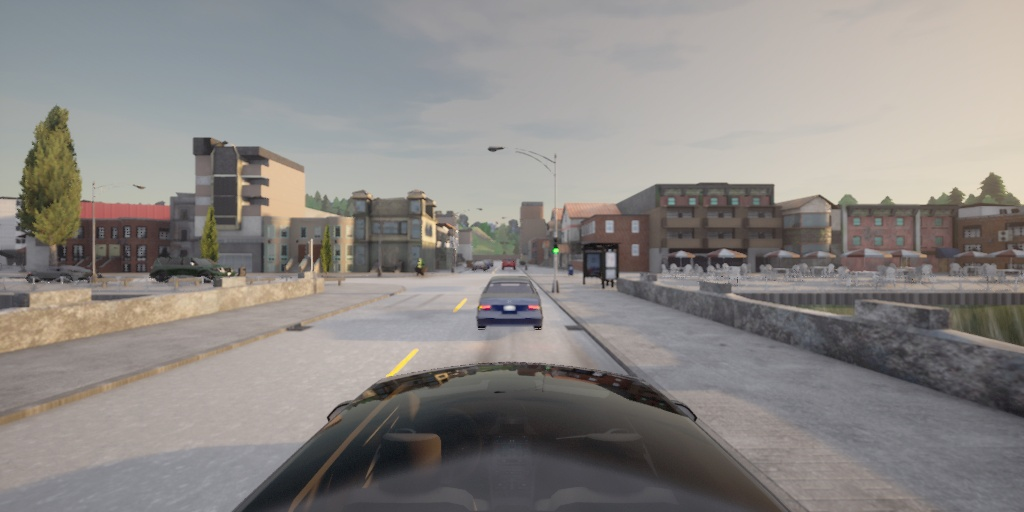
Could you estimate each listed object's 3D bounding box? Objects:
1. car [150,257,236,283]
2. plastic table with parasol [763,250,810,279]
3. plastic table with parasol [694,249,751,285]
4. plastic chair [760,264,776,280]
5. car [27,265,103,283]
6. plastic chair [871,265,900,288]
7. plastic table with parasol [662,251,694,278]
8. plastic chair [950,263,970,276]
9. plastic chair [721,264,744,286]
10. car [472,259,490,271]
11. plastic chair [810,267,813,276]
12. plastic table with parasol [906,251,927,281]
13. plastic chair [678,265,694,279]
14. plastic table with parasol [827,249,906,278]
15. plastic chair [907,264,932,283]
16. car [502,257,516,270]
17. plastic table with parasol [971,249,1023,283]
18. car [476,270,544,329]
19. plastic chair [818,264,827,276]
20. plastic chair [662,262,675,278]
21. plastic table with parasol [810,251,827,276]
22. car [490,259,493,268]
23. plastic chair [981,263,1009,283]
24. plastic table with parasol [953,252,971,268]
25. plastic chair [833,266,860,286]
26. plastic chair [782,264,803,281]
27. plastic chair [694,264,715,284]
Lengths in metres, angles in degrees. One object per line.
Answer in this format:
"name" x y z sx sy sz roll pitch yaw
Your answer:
"car" -25.108 1.079 28.309 5.566 2.045 2.150 0 0 0
"plastic table with parasol" 22.582 0.770 30.099 2.482 2.480 2.482 0 0 -1
"plastic table with parasol" 14.901 0.755 25.231 2.482 2.480 2.482 0 0 -1
"plastic chair" 21.382 1.374 30.137 0.730 1.272 0.750 0 0 -1
"car" -35.076 1.425 28.212 4.181 1.385 1.994 0 0 0
"plastic chair" 23.459 1.346 22.558 0.750 1.272 0.730 0 0 -1
"plastic table with parasol" 15.572 0.783 33.058 2.482 2.480 2.482 0 0 -1
"plastic chair" 45.121 1.386 36.180 0.730 1.272 0.750 0 0 -1
"plastic chair" 14.744 1.354 23.969 0.750 1.272 0.730 0 0 -1
"car" -4.644 1.462 52.238 1.812 1.442 4.674 0 0 1
"plastic chair" 28.433 1.389 34.909 0.730 1.272 0.750 0 0 -1
"plastic table with parasol" 30.216 0.758 27.807 2.482 2.480 2.482 0 0 -1
"plastic chair" 15.465 1.383 31.777 0.750 1.272 0.730 0 0 -1
"plastic table with parasol" 23.545 0.747 23.909 2.482 2.480 2.482 0 0 -1
"plastic chair" 30.219 1.357 26.527 0.750 1.272 0.730 0 0 -1
"car" -0.512 1.180 58.884 2.150 2.045 5.566 0 0 -1
"plastic table with parasol" 37.506 0.752 26.911 2.482 2.480 2.482 0 0 -1
"car" -0.061 1.333 11.321 2.033 1.411 5.357 0 0 0
"plastic chair" 29.548 1.383 33.520 0.750 1.272 0.730 0 0 -1
"plastic chair" 14.350 1.388 33.165 0.730 1.272 0.750 0 0 -1
"plastic table with parasol" 29.863 0.784 34.894 2.482 2.480 2.482 0 0 -1
"car" -4.718 1.448 61.477 1.882 1.535 5.008 0 0 0
"plastic chair" 36.377 1.356 26.988 0.730 1.272 0.750 0 0 0
"plastic table with parasol" 46.322 0.782 36.072 2.482 2.480 2.482 0 0 -1
"plastic chair" 22.345 1.351 23.946 0.730 1.272 0.750 0 0 -1
"plastic chair" 22.496 1.369 28.748 0.750 1.272 0.730 0 0 -1
"plastic chair" 13.630 1.360 25.358 0.730 1.272 0.750 0 0 -1
